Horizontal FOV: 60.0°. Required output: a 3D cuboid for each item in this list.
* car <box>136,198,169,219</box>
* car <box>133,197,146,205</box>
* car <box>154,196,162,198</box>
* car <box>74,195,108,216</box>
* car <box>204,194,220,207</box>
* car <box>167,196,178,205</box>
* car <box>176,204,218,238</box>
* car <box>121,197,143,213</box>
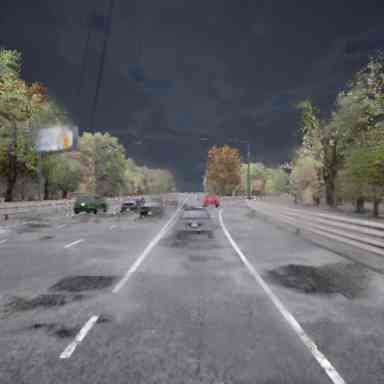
[{"bbox_3d":[-3.399,1.549,29.532,1.882,1.535,5.008,0,0,0],"label":"car"},{"bbox_3d":[-10.397,1.686,66.096,1.812,1.442,4.674,0,0,0],"label":"car"},{"bbox_3d":[-6.899,1.672,68.234,1.837,1.490,4.892,0,0,0],"label":"car"},{"bbox_3d":[-10.399,1.306,34.409,2.150,2.045,5.566,0,0,0],"label":"car"},{"bbox_3d":[3.188,1.364,52.545,2.150,2.045,5.566,0,-1,9],"label":"car"},{"bbox_3d":[-3.397,1.486,55.202,2.097,1.767,4.553,0,0,0],"label":"car"},{"bbox_3d":[0.206,1.591,17.927,2.033,1.411,5.357,0,0,2],"label":"car"},{"bbox_3d":[-6.899,1.599,38.385,1.837,1.490,4.892,0,0,0],"label":"car"}]
